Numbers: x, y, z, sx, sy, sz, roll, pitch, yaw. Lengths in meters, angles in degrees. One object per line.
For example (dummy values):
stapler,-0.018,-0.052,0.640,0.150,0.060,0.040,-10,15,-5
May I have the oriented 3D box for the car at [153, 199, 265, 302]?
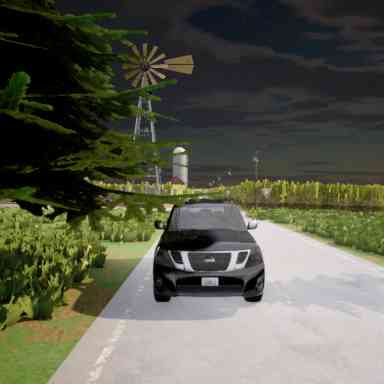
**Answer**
car,0.332,1.221,8.601,2.150,2.045,5.566,0,0,0
